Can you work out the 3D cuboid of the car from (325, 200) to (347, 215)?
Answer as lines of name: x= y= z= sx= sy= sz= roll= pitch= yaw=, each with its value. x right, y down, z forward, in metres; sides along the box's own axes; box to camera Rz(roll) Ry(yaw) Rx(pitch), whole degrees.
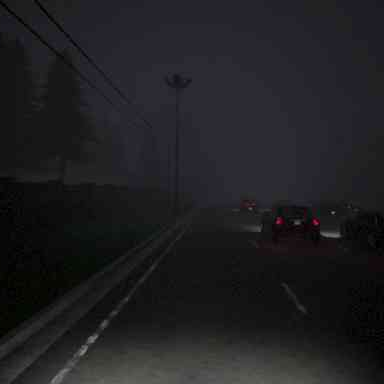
car: x=12.996 y=1.601 z=32.566 sx=1.837 sy=1.490 sz=4.892 roll=1 pitch=0 yaw=4

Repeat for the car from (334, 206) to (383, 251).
car: x=8.111 y=1.586 z=14.471 sx=1.837 sy=1.490 sz=4.892 roll=1 pitch=0 yaw=4

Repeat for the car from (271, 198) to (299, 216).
car: x=9.666 y=1.510 z=34.913 sx=1.882 sy=1.535 sz=5.008 roll=1 pitch=0 yaw=4

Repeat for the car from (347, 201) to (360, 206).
car: x=16.743 y=1.673 z=35.867 sx=1.812 sy=1.442 sz=4.674 roll=1 pitch=0 yaw=4

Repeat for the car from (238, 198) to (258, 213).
car: x=6.353 y=1.472 z=37.490 sx=1.837 sy=1.490 sz=4.892 roll=1 pitch=0 yaw=4

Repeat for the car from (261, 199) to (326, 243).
car: x=4.767 y=1.370 z=16.624 sx=2.097 sy=1.767 sz=4.553 roll=1 pitch=0 yaw=4
